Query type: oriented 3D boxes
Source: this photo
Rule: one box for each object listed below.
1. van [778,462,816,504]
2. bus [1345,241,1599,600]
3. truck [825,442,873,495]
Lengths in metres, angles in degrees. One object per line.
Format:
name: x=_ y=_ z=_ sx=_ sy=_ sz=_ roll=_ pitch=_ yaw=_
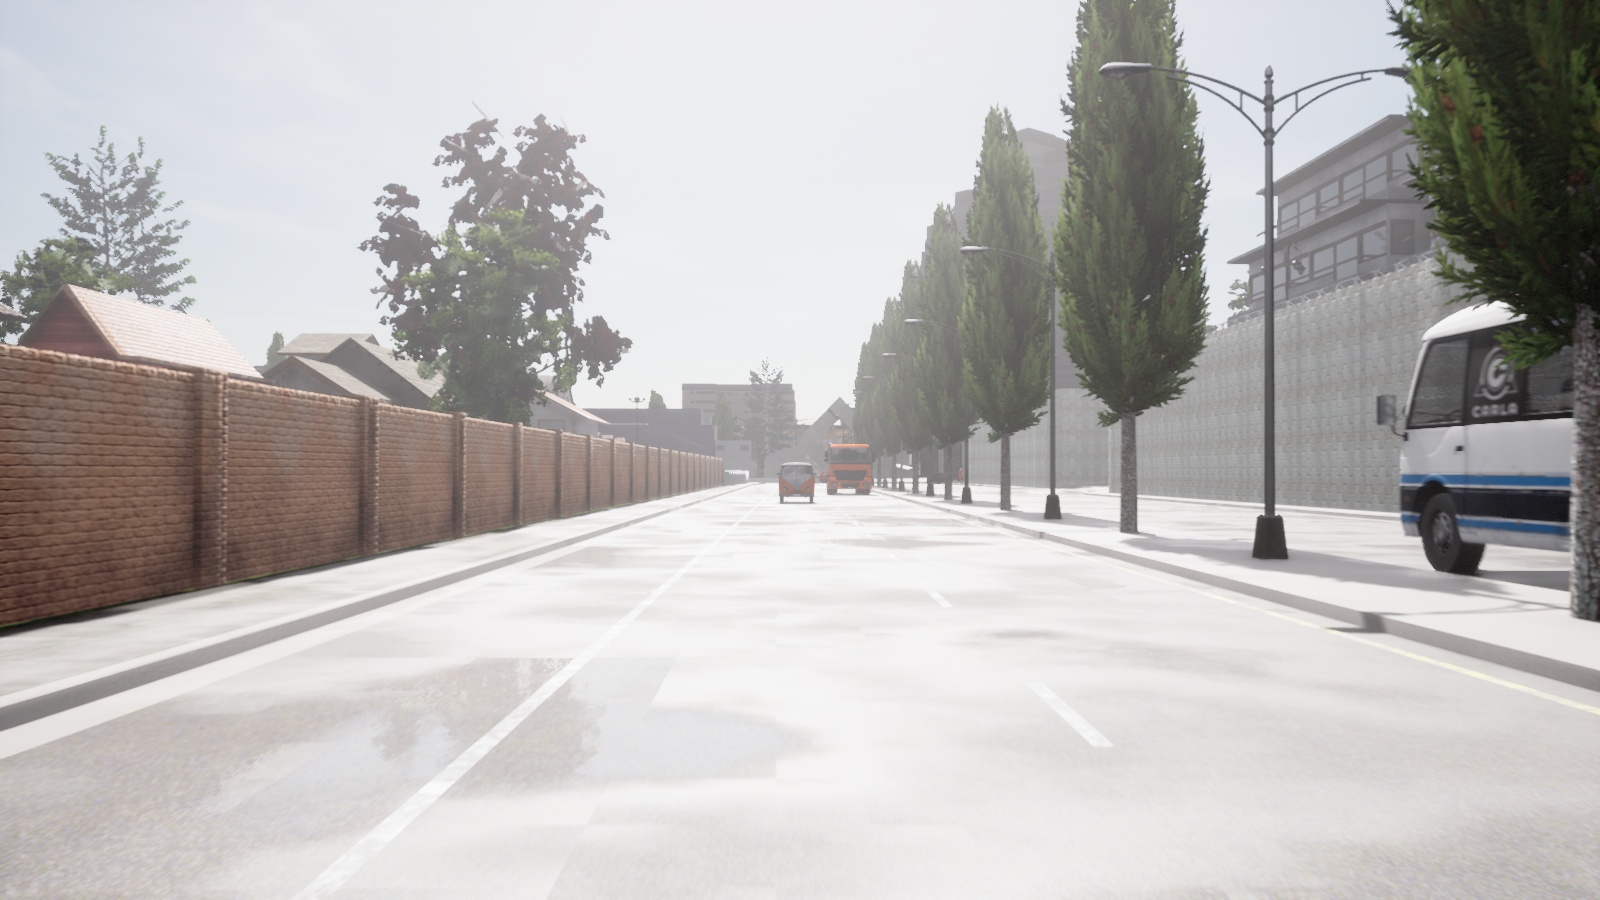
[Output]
van: x=-0.150 y=1.600 z=61.670 sx=1.775 sy=1.987 sz=4.442 roll=0 pitch=-1 yaw=0
bus: x=11.454 y=-0.329 z=16.648 sx=3.944 sy=4.253 sz=10.273 roll=0 pitch=-1 yaw=0
truck: x=3.288 y=1.259 z=85.961 sx=2.891 sy=3.462 sz=7.936 roll=0 pitch=-1 yaw=0
